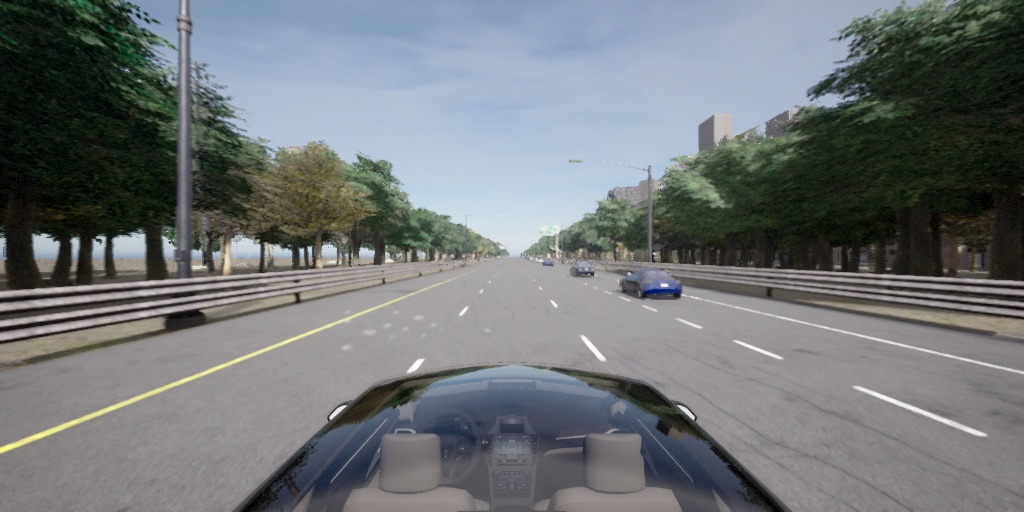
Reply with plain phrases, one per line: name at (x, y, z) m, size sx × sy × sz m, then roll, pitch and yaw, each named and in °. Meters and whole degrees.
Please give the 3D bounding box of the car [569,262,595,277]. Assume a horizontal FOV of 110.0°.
car at (7.062, 1.315, 36.504) m, size 2.033 × 1.411 × 5.357 m, roll 0°, pitch 0°, yaw 0°

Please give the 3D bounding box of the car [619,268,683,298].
car at (7.014, 1.319, 18.510) m, size 1.994 × 1.385 × 4.181 m, roll 0°, pitch 0°, yaw 0°
